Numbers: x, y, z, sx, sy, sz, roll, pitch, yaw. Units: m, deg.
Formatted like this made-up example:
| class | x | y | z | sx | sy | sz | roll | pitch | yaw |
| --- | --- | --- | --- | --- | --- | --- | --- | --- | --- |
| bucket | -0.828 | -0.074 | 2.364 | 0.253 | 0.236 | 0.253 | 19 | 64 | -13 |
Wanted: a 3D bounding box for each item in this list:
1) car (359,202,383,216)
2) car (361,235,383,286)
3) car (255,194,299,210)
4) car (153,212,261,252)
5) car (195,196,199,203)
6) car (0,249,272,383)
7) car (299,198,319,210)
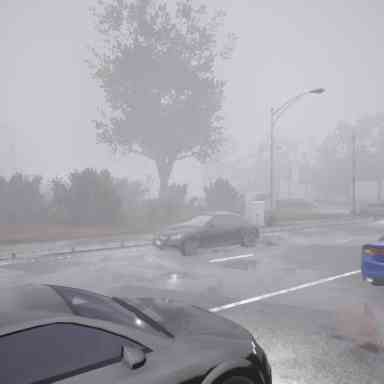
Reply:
| class | x | y | z | sx | sy | sz | roll | pitch | yaw |
| --- | --- | --- | --- | --- | --- | --- | --- | --- | --- |
| car | 17.323 | 1.601 | 29.705 | 1.895 | 1.301 | 4.718 | 0 | 0 | -13 |
| car | 6.126 | 1.478 | 8.155 | 5.008 | 1.535 | 1.882 | 0 | 0 | -36 |
| car | 10.478 | 1.219 | 42.831 | 2.150 | 2.045 | 5.566 | 0 | 0 | -33 |
| car | 0.710 | 1.526 | 13.111 | 4.674 | 1.442 | 1.812 | 0 | 0 | -36 |
| car | 1.976 | 1.437 | 62.189 | 1.837 | 1.490 | 4.892 | 0 | 0 | -34 |
| car | -1.251 | 1.564 | 2.856 | 4.181 | 1.385 | 1.994 | 0 | 0 | -36 |
| car | 14.195 | 1.490 | 43.509 | 2.128 | 1.511 | 4.902 | 0 | 0 | -33 |
